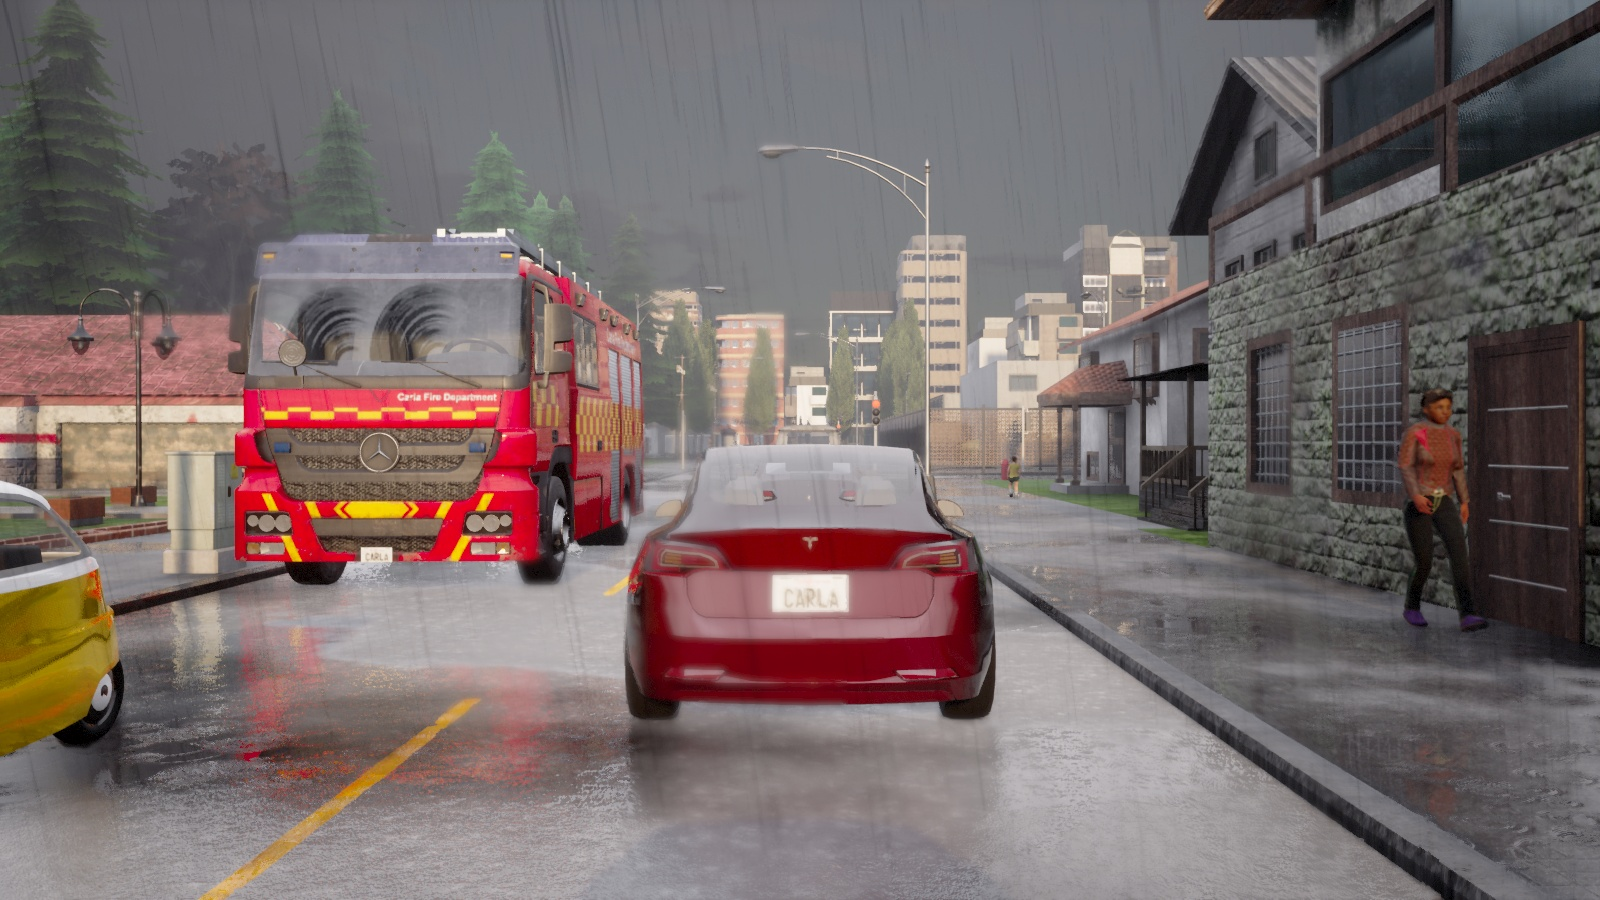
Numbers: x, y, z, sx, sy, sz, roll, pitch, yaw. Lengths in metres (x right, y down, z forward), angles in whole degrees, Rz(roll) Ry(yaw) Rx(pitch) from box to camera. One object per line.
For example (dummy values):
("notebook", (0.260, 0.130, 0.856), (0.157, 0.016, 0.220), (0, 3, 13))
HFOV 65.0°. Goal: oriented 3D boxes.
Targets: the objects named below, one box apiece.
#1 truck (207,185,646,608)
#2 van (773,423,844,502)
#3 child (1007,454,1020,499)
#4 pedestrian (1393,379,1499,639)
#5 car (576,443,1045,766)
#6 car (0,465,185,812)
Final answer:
("truck", (-3.897, -0.509, 15.604), (2.891, 3.827, 8.468), (0, 0, 0))
("van", (0.212, 0.308, 33.971), (1.775, 1.987, 4.442), (0, 0, 0))
("child", (5.397, 0.662, 31.691), (0.255, 1.110, 0.394), (0, 0, 0))
("pedestrian", (4.690, 0.408, 9.151), (0.328, 1.805, 0.869), (0, 0, 1))
("car", (0.061, 0.700, 8.198), (2.163, 1.488, 4.792), (0, 0, 0))
("car", (-3.954, 0.767, 5.450), (1.481, 1.376, 2.207), (0, 0, 0))
